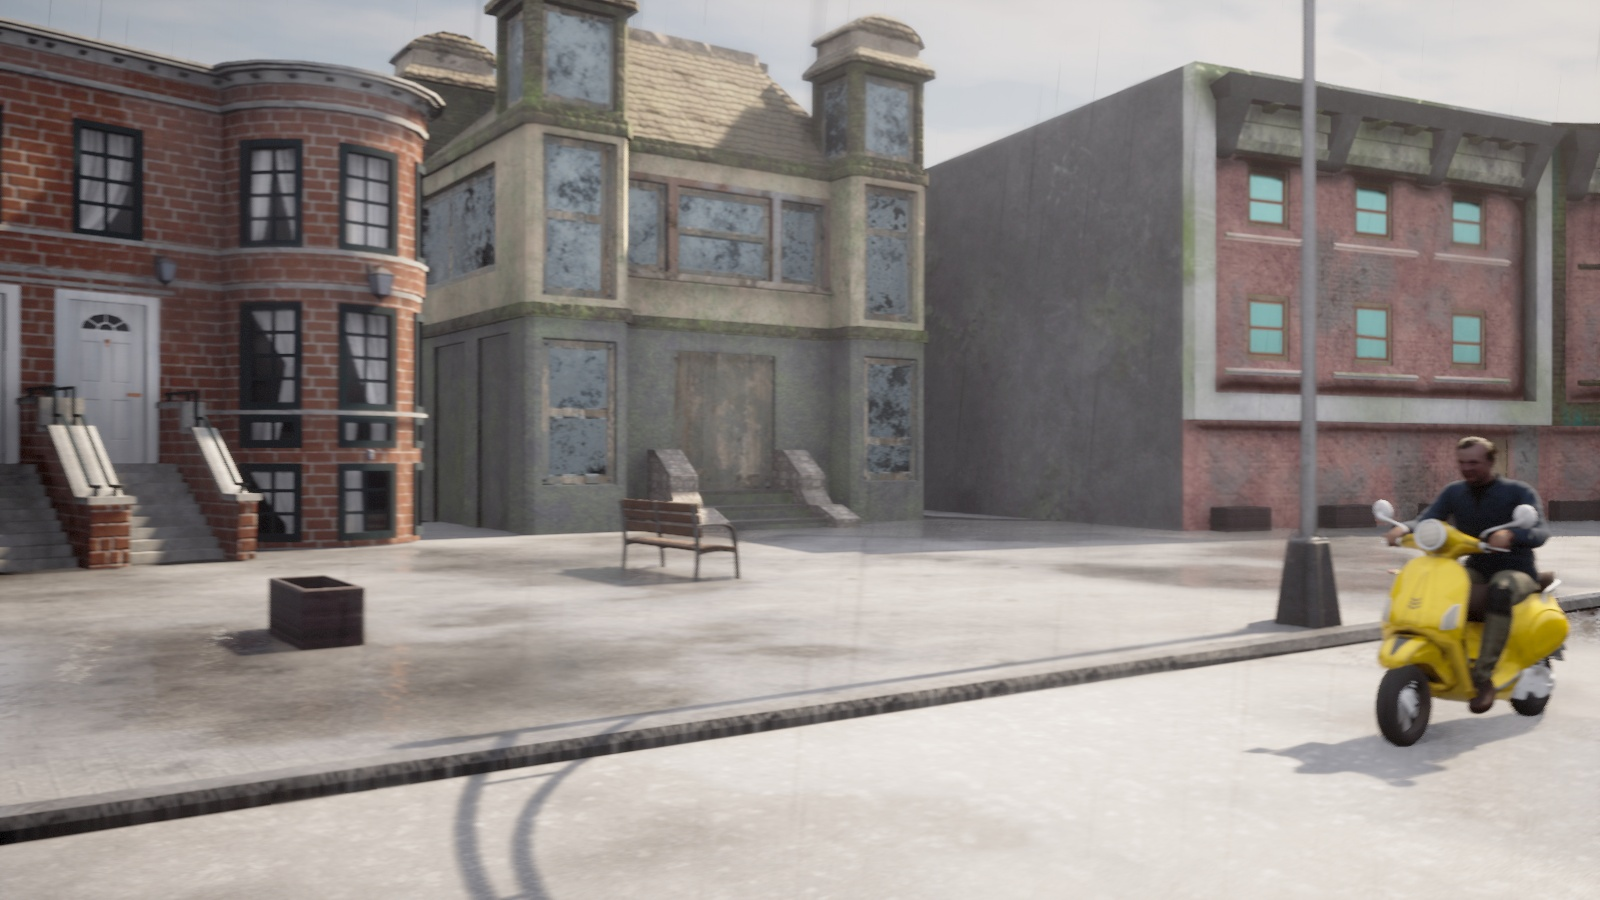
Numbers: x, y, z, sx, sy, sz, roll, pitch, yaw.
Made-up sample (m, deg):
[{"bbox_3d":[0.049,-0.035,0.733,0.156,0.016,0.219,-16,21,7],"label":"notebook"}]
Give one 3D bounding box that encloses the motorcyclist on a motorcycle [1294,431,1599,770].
[{"bbox_3d":[3.596,0.707,6.768,1.817,1.590,0.866,0,0,-35],"label":"motorcyclist on a motorcycle"}]
